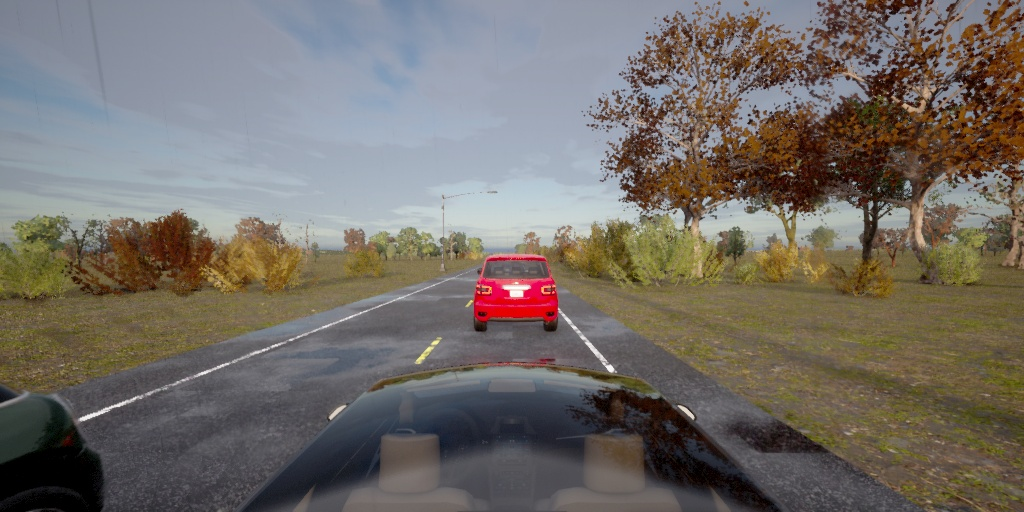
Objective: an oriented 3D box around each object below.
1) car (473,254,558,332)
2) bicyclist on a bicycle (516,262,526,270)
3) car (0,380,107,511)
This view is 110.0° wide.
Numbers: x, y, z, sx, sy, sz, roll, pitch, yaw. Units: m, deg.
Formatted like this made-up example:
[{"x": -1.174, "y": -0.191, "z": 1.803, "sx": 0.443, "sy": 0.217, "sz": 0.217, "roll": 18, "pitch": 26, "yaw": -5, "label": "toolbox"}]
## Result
[{"x": 0.079, "y": 0.968, "z": 11.020, "sx": 2.150, "sy": 2.045, "sz": 5.566, "roll": 0, "pitch": 0, "yaw": -1, "label": "car"}, {"x": 0.861, "y": 1.110, "z": 30.199, "sx": 0.659, "sy": 1.776, "sz": 1.843, "roll": 0, "pitch": 0, "yaw": 0, "label": "bicyclist on a bicycle"}, {"x": -3.601, "y": 1.102, "z": 0.234, "sx": 2.097, "sy": 1.767, "sz": 4.553, "roll": 0, "pitch": 0, "yaw": 0, "label": "car"}]
